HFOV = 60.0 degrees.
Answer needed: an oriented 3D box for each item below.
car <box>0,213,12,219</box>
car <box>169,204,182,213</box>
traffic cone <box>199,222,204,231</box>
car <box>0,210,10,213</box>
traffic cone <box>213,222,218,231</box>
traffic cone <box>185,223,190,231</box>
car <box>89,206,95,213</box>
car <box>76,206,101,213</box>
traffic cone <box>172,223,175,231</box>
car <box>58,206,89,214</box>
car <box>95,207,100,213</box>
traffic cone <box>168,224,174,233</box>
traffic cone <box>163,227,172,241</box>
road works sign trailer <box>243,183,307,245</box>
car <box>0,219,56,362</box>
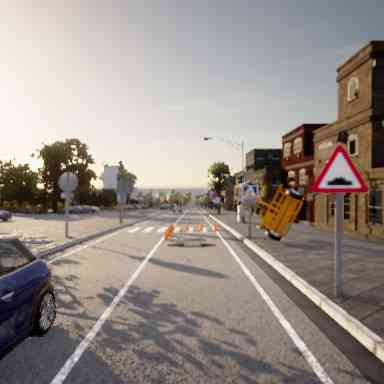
[{"bbox_3d":[-9.361,1.621,11.189,5.366,1.575,1.946,0,-1,0],"label":"car"},{"bbox_3d":[-3.041,3.596,68.022,2.128,1.511,4.902,0,-2,0],"label":"car"},{"bbox_3d":[0.652,2.435,23.433,0.340,0.580,0.340,0,-2,0],"label":"traffic cone"},{"bbox_3d":[-21.927,2.245,35.745,4.553,1.767,2.185,0,-2,0],"label":"car"},{"bbox_3d":[1.652,2.435,23.431,0.340,0.580,0.340,0,-2,0],"label":"traffic cone"},{"bbox_3d":[-0.346,2.435,23.435,0.340,0.580,0.340,0,-2,0],"label":"traffic cone"},{"bbox_3d":[-21.759,3.383,63.334,4.892,1.521,2.231,0,-2,0],"label":"car"},{"bbox_3d":[-21.732,3.657,69.750,4.674,1.452,2.002,0,-2,0],"label":"car"},{"bbox_3d":[-1.350,2.368,21.437,0.340,0.580,0.340,0,-2,0],"label":"traffic cone"},{"bbox_3d":[-21.778,3.301,60.058,4.674,1.452,2.002,0,-2,0],"label":"car"},{"bbox_3d":[-21.755,3.501,66.605,5.008,1.535,2.097,0,-2,0],"label":"car"},{"bbox_3d":[-1.354,2.306,19.437,0.340,0.580,0.340,0,-2,0],"label":"traffic cone"},{"bbox_3d":[-1.358,2.250,17.437,0.340,0.580,0.340,0,-2,0],"label":"traffic cone"},{"bbox_3d":[4.249,0.671,16.101,2.880,2.380,3.560,32,17,31],"label":"road works sign trailer"},{"bbox_3d":[-3.346,1.383,3.718,2.097,1.767,4.553,0,-1,0],"label":"car"}]
